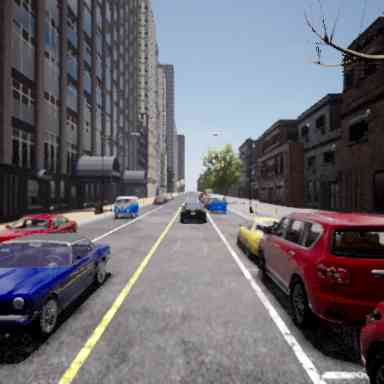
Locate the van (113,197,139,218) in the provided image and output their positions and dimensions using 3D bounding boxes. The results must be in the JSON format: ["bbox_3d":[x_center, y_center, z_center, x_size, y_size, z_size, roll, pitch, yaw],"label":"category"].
[{"bbox_3d":[-5.675,1.298,29.028,1.690,1.788,3.998,1,0,0],"label":"van"}]

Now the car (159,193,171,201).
[{"bbox_3d":[-5.673,1.194,62.304,2.192,1.841,5.009,1,0,0],"label":"car"}]

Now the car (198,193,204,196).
[{"bbox_3d":[2.705,1.389,68.022,1.752,1.417,4.829,1,0,0],"label":"car"}]

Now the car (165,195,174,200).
[{"bbox_3d":[-5.676,1.380,84.490,1.947,1.339,4.313,1,0,0],"label":"car"}]

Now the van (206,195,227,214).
[{"bbox_3d":[2.705,1.287,34.574,1.690,1.788,3.998,1,0,0],"label":"van"}]

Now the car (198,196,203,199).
[{"bbox_3d":[0.103,1.526,43.984,1.895,1.301,4.718,0,0,0],"label":"car"}]

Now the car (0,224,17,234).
[{"bbox_3d":[-5.680,1.575,6.842,1.802,1.307,4.206,1,0,0],"label":"car"}]

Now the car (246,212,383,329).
[{"bbox_3d":[2.704,1.308,6.842,2.192,1.841,5.009,1,0,0],"label":"car"}]

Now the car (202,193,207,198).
[{"bbox_3d":[2.705,1.361,45.667,1.967,1.590,4.097,1,0,0],"label":"car"}]

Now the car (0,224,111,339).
[{"bbox_3d":[-3.091,1.593,6.687,1.895,1.301,4.718,0,0,0],"label":"car"}]

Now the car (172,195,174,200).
[{"bbox_3d":[-5.675,1.357,78.772,1.752,1.417,4.829,1,0,0],"label":"car"}]

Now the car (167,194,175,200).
[{"bbox_3d":[-5.675,1.322,89.865,1.752,1.417,4.829,1,0,0],"label":"car"}]

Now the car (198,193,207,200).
[{"bbox_3d":[2.709,1.111,90.036,2.192,1.841,5.009,1,0,0],"label":"car"}]

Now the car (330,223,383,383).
[{"bbox_3d":[2.704,1.314,1.293,2.192,1.841,5.009,1,0,0],"label":"car"}]

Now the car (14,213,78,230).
[{"bbox_3d":[-5.679,1.530,12.388,1.887,1.381,4.507,1,0,0],"label":"car"}]

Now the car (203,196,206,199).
[{"bbox_3d":[2.703,1.500,40.121,1.947,1.339,4.313,1,0,0],"label":"car"}]

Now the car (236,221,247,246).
[{"bbox_3d":[2.702,1.510,12.559,1.752,1.417,4.829,1,0,0],"label":"car"}]

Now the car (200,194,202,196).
[{"bbox_3d":[2.704,1.439,56.761,1.887,1.381,4.507,1,0,0],"label":"car"}]

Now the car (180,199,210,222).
[{"bbox_3d":[0.101,1.526,26.035,1.994,1.385,4.181,0,0,0],"label":"car"}]

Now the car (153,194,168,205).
[{"bbox_3d":[-5.677,1.476,56.759,1.802,1.307,4.206,1,0,0],"label":"car"}]
